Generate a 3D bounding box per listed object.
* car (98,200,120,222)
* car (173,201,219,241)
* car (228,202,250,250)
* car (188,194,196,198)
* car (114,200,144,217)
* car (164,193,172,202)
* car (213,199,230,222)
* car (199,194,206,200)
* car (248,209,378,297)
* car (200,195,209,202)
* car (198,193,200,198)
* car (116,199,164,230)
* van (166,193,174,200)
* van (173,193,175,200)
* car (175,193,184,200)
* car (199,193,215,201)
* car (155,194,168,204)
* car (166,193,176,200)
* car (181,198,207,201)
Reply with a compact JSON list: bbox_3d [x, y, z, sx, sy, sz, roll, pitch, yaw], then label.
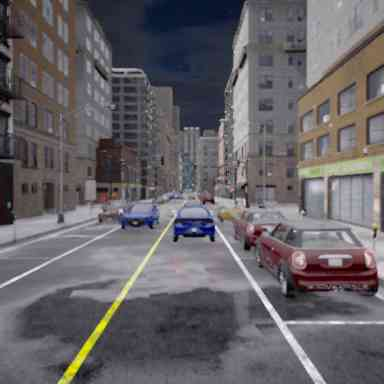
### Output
[{"bbox_3d":[-5.682,1.368,25.023,1.967,1.590,4.097,-1,0,0],"label":"car"},{"bbox_3d":[0.094,1.427,16.435,1.882,1.535,5.008,0,0,0],"label":"car"},{"bbox_3d":[2.845,1.396,14.031,1.967,1.590,4.097,-1,0,0],"label":"car"},{"bbox_3d":[-0.017,1.336,85.579,2.128,1.511,4.902,0,0,0],"label":"car"},{"bbox_3d":[-5.682,1.482,30.520,1.947,1.339,4.313,-1,0,0],"label":"car"},{"bbox_3d":[-5.691,1.380,68.395,1.752,1.417,4.829,-1,0,0],"label":"car"},{"bbox_3d":[2.843,1.453,25.196,1.752,1.417,4.829,-1,0,0],"label":"car"},{"bbox_3d":[2.838,1.335,91.080,1.752,1.417,4.829,-1,0,0],"label":"car"},{"bbox_3d":[2.846,1.412,8.534,1.967,1.590,4.097,-1,0,0],"label":"car"},{"bbox_3d":[2.838,1.369,74.322,1.752,1.417,4.829,-1,0,0],"label":"car"},{"bbox_3d":[2.835,1.179,62.980,2.192,1.841,5.009,-1,0,0],"label":"car"},{"bbox_3d":[-3.094,1.416,20.713,1.882,1.535,5.008,0,0,0],"label":"car"},{"bbox_3d":[-5.696,1.163,85.322,1.690,1.788,3.998,-1,0,0],"label":"van"},{"bbox_3d":[-5.695,1.175,79.737,1.690,1.788,3.998,-1,0,0],"label":"van"},{"bbox_3d":[-3.017,1.364,83.952,2.033,1.411,5.357,0,0,0],"label":"car"},{"bbox_3d":[2.834,1.188,57.394,2.192,1.841,5.009,-1,0,0],"label":"car"},{"bbox_3d":[-5.688,1.439,57.393,1.947,1.339,4.313,-1,0,0],"label":"car"},{"bbox_3d":[-5.698,1.125,90.908,2.192,1.841,5.009,-1,0,0],"label":"car"},{"bbox_3d":[0.095,1.517,30.298,1.895,1.301,4.718,0,0,0],"label":"car"}]
